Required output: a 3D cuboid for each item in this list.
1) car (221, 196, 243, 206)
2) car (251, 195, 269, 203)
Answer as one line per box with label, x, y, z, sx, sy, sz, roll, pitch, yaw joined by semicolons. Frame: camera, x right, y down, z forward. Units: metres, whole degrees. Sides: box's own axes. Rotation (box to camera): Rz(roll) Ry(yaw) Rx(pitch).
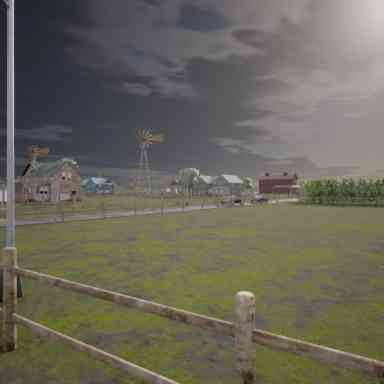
car;6.111;1.273;50.109;2.128;1.511;4.902;-1;0;35
car;11.945;1.255;58.699;1.812;1.442;4.674;-1;0;34
